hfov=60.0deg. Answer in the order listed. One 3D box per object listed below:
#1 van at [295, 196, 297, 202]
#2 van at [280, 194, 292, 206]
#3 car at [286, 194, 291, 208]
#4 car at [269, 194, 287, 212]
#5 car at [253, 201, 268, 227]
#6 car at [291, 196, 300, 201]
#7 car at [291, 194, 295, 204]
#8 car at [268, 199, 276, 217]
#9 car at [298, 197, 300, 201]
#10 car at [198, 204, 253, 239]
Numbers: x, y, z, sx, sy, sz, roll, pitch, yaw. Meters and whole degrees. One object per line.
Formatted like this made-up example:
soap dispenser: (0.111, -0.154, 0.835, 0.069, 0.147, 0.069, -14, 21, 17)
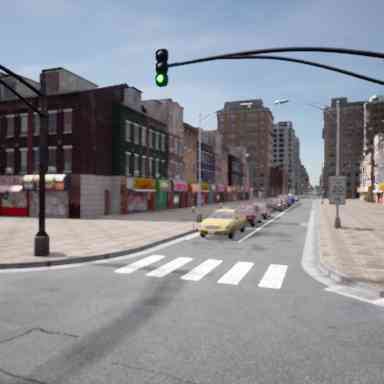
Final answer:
van: (17.325, 1.310, 59.565, 1.690, 1.788, 3.998, 1, 0, 20)
van: (15.381, 1.306, 54.307, 1.690, 1.788, 3.998, 1, 0, 20)
car: (11.492, 1.399, 43.792, 1.967, 1.590, 4.097, 1, 0, 20)
car: (9.548, 1.398, 38.535, 1.967, 1.590, 4.097, 1, 0, 20)
car: (3.715, 1.507, 22.762, 1.887, 1.381, 4.507, 1, 0, 20)
car: (25.099, 1.560, 80.596, 1.947, 1.339, 4.313, 0, 0, 20)
car: (13.437, 1.277, 49.050, 2.192, 1.841, 5.009, 1, 0, 20)
car: (5.659, 1.541, 28.020, 1.802, 1.307, 4.206, 1, 0, 20)
car: (23.096, 1.512, 75.179, 1.752, 1.417, 4.829, 0, 0, 20)
car: (1.713, 1.492, 17.346, 1.752, 1.417, 4.829, 1, 0, 20)
